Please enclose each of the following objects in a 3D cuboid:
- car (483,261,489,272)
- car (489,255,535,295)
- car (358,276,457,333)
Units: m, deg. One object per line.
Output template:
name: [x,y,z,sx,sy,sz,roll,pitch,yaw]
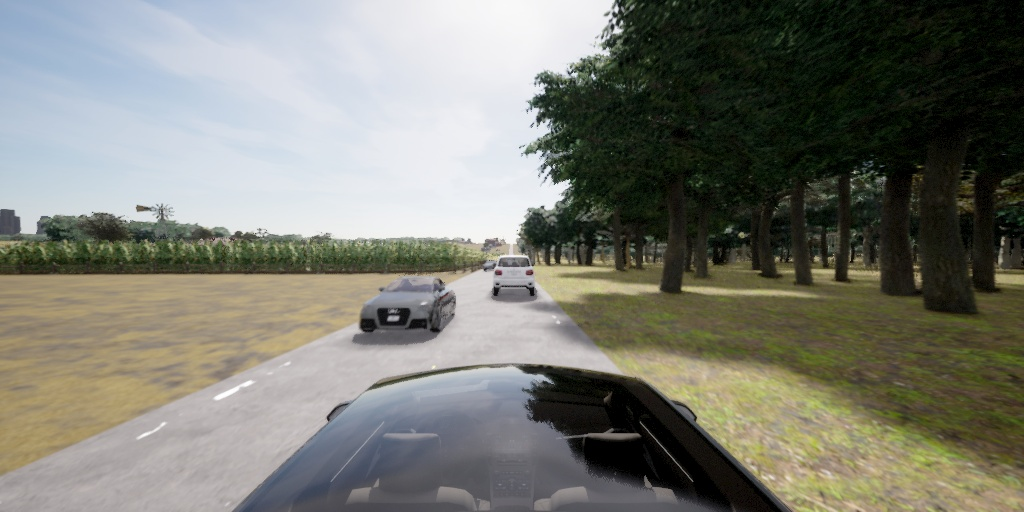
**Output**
car: [-2.825,1.351,48.327,1.812,1.442,4.674,0,0,0]
car: [0.097,0.975,20.110,2.150,2.045,5.566,0,0,0]
car: [-2.852,1.310,10.614,1.994,1.385,4.181,0,0,0]
